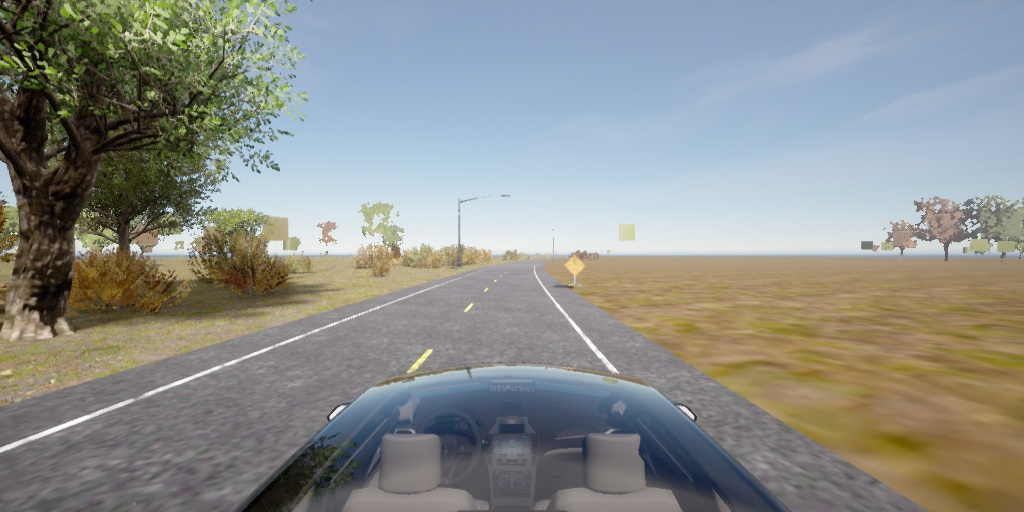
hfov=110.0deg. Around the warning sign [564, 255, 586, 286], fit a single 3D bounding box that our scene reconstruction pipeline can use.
[{"bbox_3d":[3.787,0.861,21.589,1.300,1.860,1.060,0,0,1],"label":"warning sign"}]
